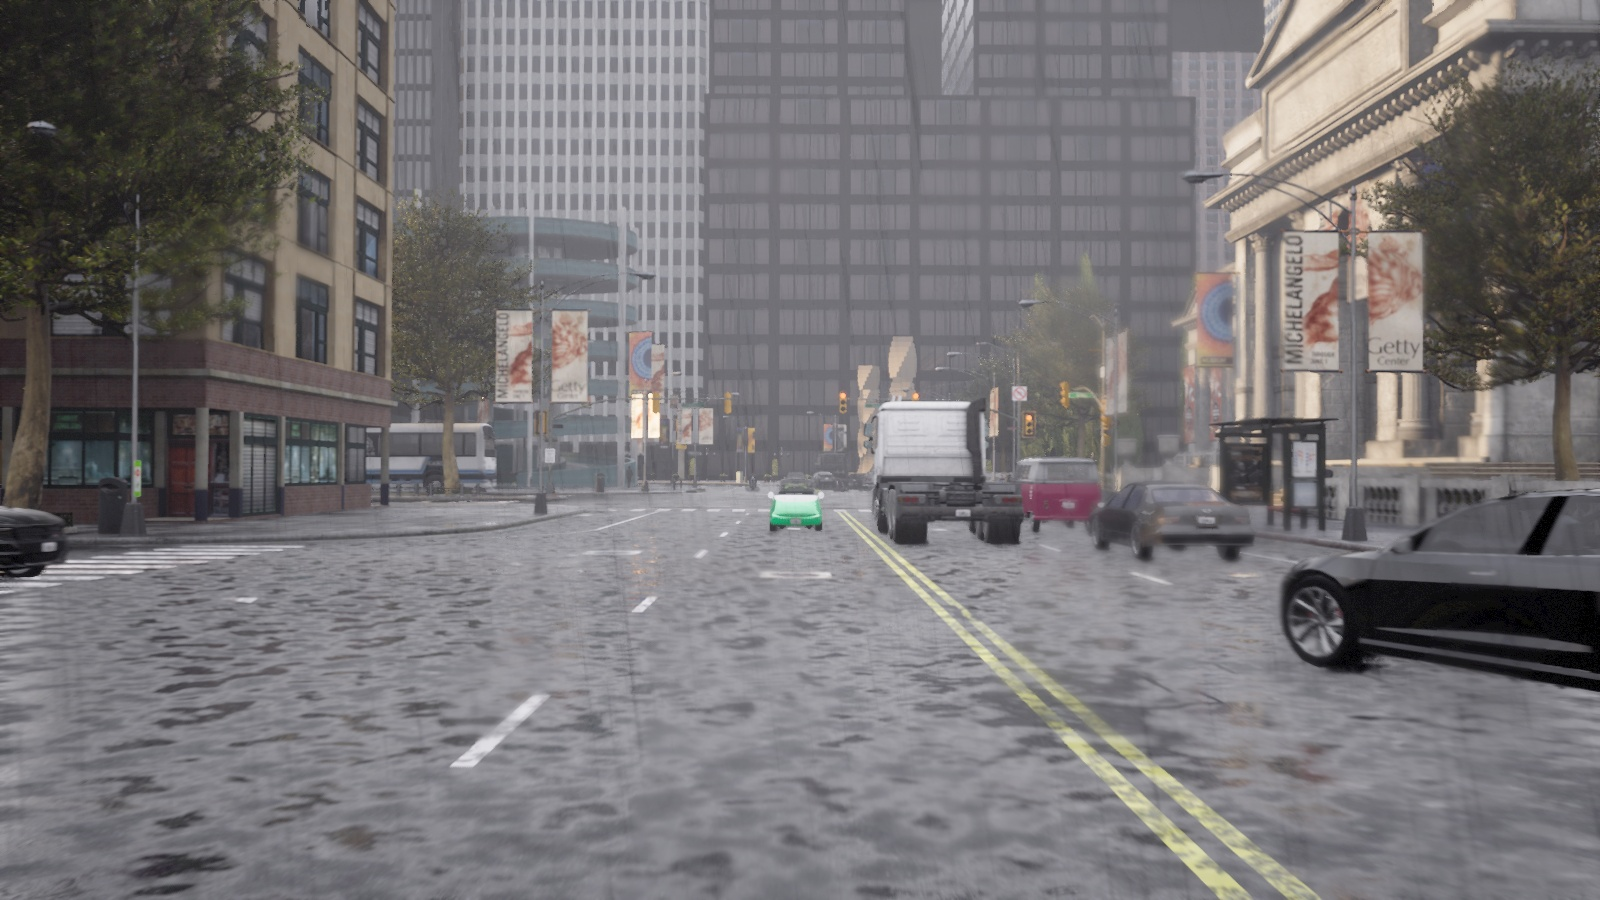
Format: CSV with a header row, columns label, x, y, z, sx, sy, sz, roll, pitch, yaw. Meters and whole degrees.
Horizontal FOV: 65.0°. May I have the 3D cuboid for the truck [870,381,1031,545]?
label,x,y,z,sx,sy,sz,roll,pitch,yaw
truck,3.405,0.334,30.523,2.891,3.462,7.936,0,-1,0

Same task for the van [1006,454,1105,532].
label,x,y,z,sx,sy,sz,roll,pitch,yaw
van,6.898,1.122,34.342,1.775,1.987,4.442,0,-1,0

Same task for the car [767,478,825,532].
label,x,y,z,sx,sy,sz,roll,pitch,yaw
car,-0.099,1.432,33.340,1.481,1.376,2.207,0,-1,0

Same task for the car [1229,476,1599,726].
label,x,y,z,sx,sy,sz,roll,pitch,yaw
car,5.516,0.944,8.949,2.163,1.488,4.792,0,-1,-19

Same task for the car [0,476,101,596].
label,x,y,z,sx,sy,sz,roll,pitch,yaw
car,-12.575,1.132,17.165,5.008,1.535,1.882,0,-1,2

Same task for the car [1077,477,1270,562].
label,x,y,z,sx,sy,sz,roll,pitch,yaw
car,6.933,1.239,24.007,2.033,1.411,5.357,0,-1,0

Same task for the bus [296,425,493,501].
label,x,y,z,sx,sy,sz,roll,pitch,yaw
bus,-23.645,0.774,73.629,10.273,4.253,3.944,-1,-1,0
